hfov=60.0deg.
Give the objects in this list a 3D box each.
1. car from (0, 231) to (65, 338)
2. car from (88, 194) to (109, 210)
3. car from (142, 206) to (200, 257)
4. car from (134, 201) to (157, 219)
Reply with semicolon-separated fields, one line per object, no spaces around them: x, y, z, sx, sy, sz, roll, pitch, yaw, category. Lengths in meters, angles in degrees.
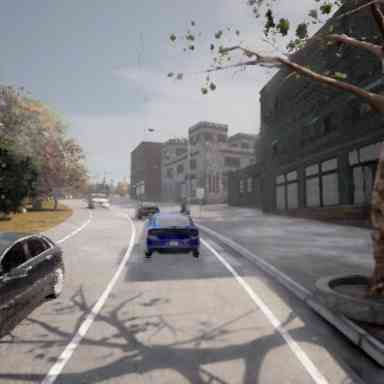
-3.656;1.513;5.675;1.837;1.490;4.892;0;0;-4;car
-12.535;1.281;44.496;2.150;2.045;5.566;2;-1;-23;car
-0.853;1.519;13.146;1.882;1.535;5.008;1;0;-6;car
-4.083;1.626;30.020;1.837;1.490;4.892;1;-1;-15;car
